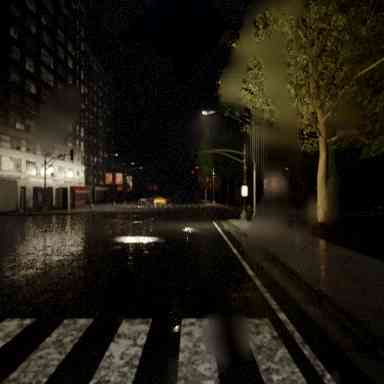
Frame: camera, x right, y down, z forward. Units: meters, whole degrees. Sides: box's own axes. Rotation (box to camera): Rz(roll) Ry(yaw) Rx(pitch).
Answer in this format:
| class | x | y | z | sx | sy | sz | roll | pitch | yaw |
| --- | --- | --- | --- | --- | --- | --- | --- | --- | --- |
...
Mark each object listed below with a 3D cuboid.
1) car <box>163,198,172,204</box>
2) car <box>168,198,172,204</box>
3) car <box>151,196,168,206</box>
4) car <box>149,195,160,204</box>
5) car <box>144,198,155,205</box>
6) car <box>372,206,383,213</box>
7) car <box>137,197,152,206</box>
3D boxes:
| class | x | y | z | sx | sy | sz | roll | pitch | yaw |
| --- | --- | --- | --- | --- | --- | --- | --- | --- | --- |
| car | -6.303 | 2.237 | 86.195 | 1.812 | 1.442 | 4.674 | 0 | -1 | 0 |
| car | -6.327 | 2.103 | 75.992 | 2.033 | 1.411 | 5.357 | 0 | -1 | 0 |
| car | -6.350 | 1.906 | 65.992 | 1.882 | 1.535 | 5.008 | 0 | -1 | 0 |
| car | -9.553 | 1.934 | 85.939 | 2.150 | 2.045 | 5.566 | 0 | -1 | 0 |
| car | -9.578 | 2.109 | 75.533 | 1.994 | 1.385 | 4.181 | 0 | -1 | 0 |
| car | 41.779 | 3.889 | 74.439 | 4.892 | 1.490 | 1.837 | 3 | -3 | -45 |
| car | -9.601 | 1.988 | 65.666 | 1.994 | 1.385 | 4.181 | 0 | -1 | 0 |
